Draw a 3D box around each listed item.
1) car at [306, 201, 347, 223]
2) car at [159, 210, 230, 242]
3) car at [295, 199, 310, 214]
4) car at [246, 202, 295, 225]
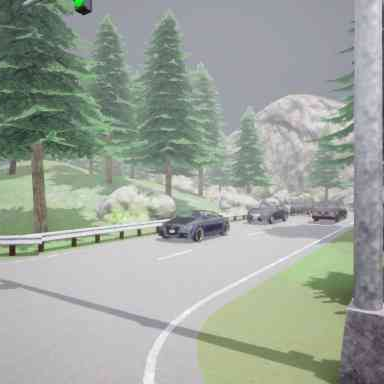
[{"bbox_3d":[10.901,1.607,26.183,2.033,1.411,5.357,0,0,34],"label":"car"},{"bbox_3d":[0.209,1.581,16.584,1.994,1.385,4.181,0,0,33],"label":"car"},{"bbox_3d":[11.127,1.530,33.533,1.837,1.490,4.892,0,0,26],"label":"car"},{"bbox_3d":[5.702,1.513,24.875,2.128,1.511,4.902,0,0,34],"label":"car"}]
